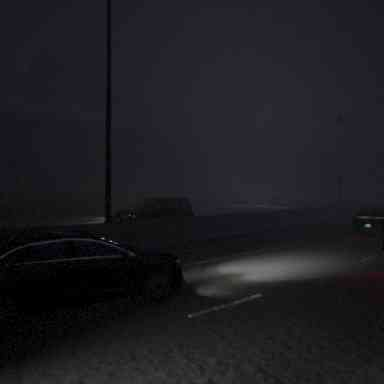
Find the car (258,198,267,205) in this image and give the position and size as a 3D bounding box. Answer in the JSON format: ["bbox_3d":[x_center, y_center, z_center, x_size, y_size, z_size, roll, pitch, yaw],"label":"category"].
[{"bbox_3d":[14.955,1.920,68.932,2.128,1.511,4.902,0,0,20],"label":"car"}]

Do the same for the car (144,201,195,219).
[{"bbox_3d":[-2.056,1.657,31.705,2.128,1.511,4.902,0,0,37],"label":"car"}]

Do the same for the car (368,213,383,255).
[{"bbox_3d":[8.012,1.567,11.218,4.902,1.511,2.128,0,0,-44],"label":"car"}]

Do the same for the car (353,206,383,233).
[{"bbox_3d":[11.058,1.620,19.912,2.128,1.511,4.902,0,0,39],"label":"car"}]

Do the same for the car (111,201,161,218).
[{"bbox_3d":[-5.448,1.671,33.022,1.837,1.490,4.892,0,0,38],"label":"car"}]

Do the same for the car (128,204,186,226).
[{"bbox_3d":[-2.602,1.696,25.639,1.994,1.385,4.181,0,0,41],"label":"car"}]

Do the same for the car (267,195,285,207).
[{"bbox_3d":[15.820,1.579,61.215,2.150,2.045,5.566,0,0,21],"label":"car"}]

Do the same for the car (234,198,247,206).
[{"bbox_3d":[9.362,1.837,63.885,1.882,1.535,5.008,0,1,21],"label":"car"}]

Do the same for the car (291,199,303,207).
[{"bbox_3d":[18.132,1.868,57.422,1.812,1.442,4.674,0,0,21],"label":"car"}]

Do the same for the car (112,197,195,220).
[{"bbox_3d":[-2.254,1.329,20.859,2.150,2.045,5.566,0,0,45],"label":"car"}]

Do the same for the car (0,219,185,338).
[{"bbox_3d":[-2.413,1.523,6.624,4.902,1.511,2.128,0,0,-37],"label":"car"}]
